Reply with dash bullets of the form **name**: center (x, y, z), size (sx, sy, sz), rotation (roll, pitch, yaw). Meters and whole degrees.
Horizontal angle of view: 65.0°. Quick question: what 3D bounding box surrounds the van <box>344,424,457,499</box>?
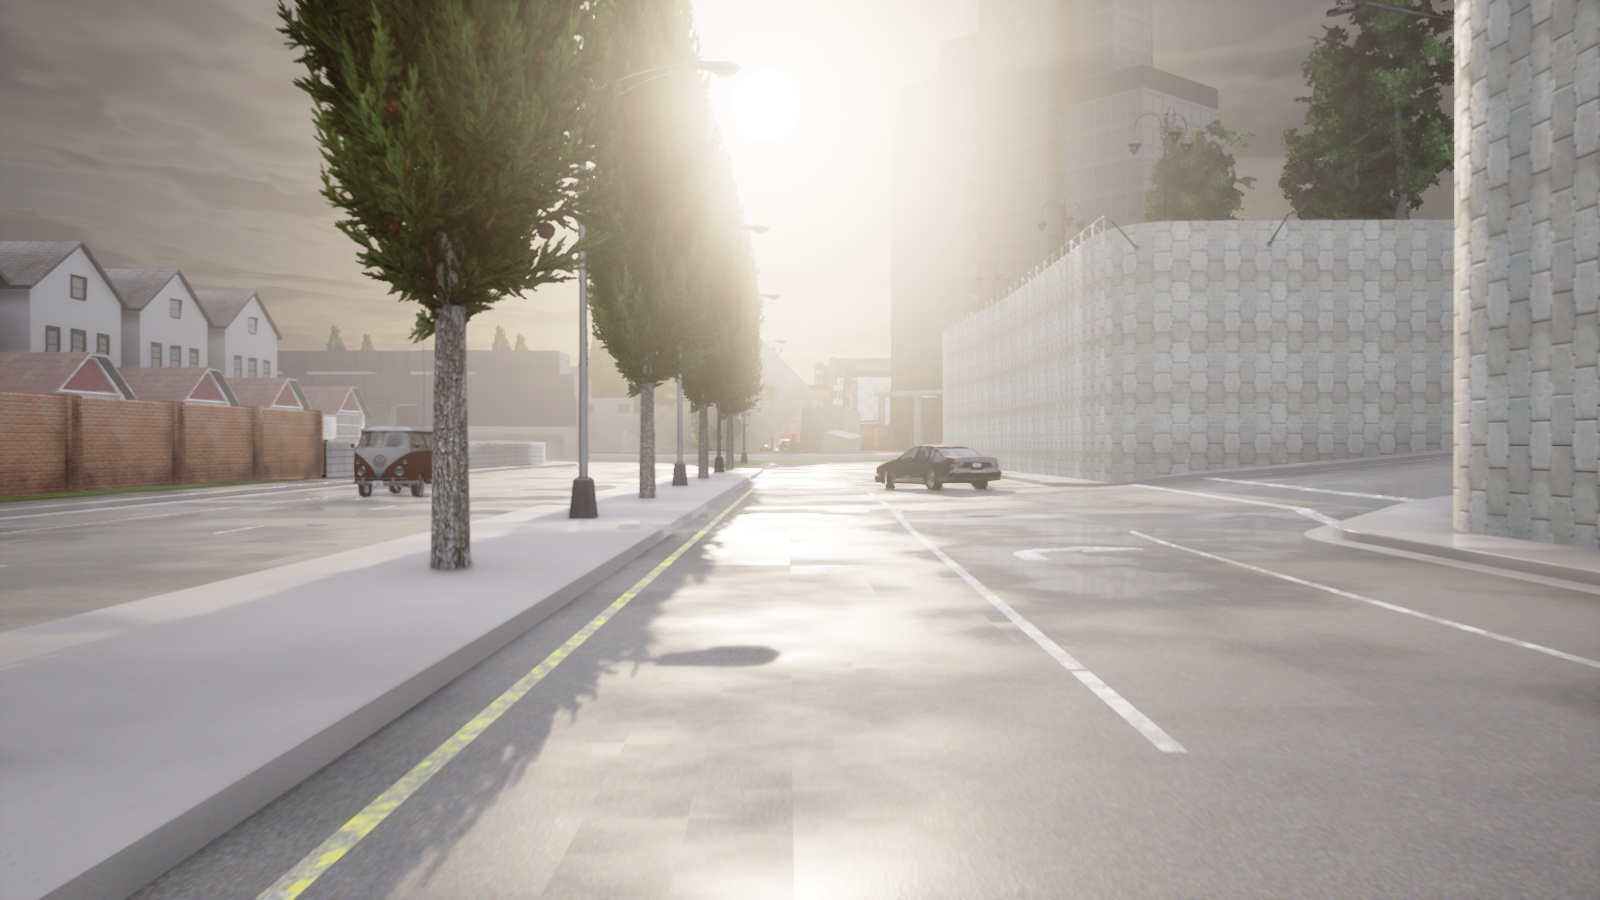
- **van**: center (-11.281, 0.289, 35.758), size (1.775, 1.987, 4.442), rotation (0, 0, 0)

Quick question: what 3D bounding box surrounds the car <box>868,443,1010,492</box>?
- **car**: center (4.177, 0.545, 38.833), size (2.033, 1.411, 5.357), rotation (0, -1, -22)
